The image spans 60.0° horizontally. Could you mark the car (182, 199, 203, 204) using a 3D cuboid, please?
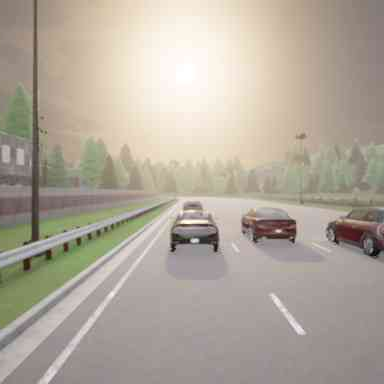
[{"bbox_3d":[0.088,1.501,32.436,1.837,1.490,4.892,0,0,0],"label":"car"}]

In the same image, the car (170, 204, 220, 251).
[{"bbox_3d":[0.097,1.490,14.050,2.128,1.511,4.902,0,0,0],"label":"car"}]

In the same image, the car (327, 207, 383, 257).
[{"bbox_3d":[7.097,1.350,13.076,2.097,1.767,4.553,0,0,0],"label":"car"}]

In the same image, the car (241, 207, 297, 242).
[{"bbox_3d":[3.594,1.476,16.287,1.882,1.535,5.008,0,0,0],"label":"car"}]
